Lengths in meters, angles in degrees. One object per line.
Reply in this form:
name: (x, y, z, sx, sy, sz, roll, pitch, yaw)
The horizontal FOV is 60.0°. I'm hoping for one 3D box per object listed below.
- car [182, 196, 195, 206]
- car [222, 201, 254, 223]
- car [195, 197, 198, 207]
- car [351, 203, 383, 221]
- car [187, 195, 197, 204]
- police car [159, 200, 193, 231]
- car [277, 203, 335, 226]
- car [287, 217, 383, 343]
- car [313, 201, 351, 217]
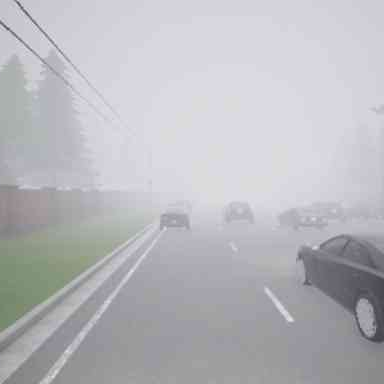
car: (-1.038, 1.561, 37.824, 2.097, 1.767, 4.553, 0, 0, 0)
car: (3.610, 1.502, 27.006, 2.097, 1.767, 4.553, 0, 0, 0)
car: (0.022, 1.845, 57.535, 1.812, 1.442, 4.674, 0, 0, 0)
car: (14.109, 1.642, 27.276, 2.128, 1.511, 4.902, 0, 0, 0)
car: (0.027, 1.569, 71.967, 2.097, 1.767, 4.553, 0, 0, 0)
police car: (-1.042, 1.548, 21.964, 1.930, 1.638, 5.238, 0, 0, 0)
car: (7.108, 1.669, 21.931, 2.033, 1.411, 5.357, 0, 0, 0)
car: (3.603, 1.514, 6.532, 1.882, 1.535, 5.008, 0, 0, 0)
car: (10.609, 1.501, 27.002, 2.097, 1.767, 4.553, 0, 0, 0)
